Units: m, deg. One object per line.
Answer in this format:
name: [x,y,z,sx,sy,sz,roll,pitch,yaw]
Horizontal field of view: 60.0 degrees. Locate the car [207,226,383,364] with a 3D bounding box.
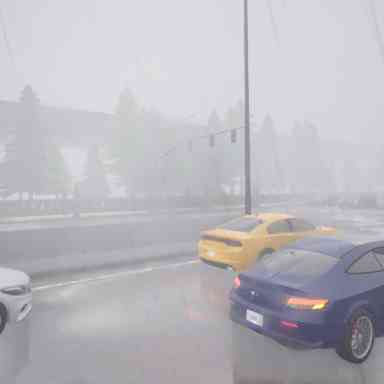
car: [2.707,1.458,5.720,4.674,1.442,1.812,-1,1,-35]

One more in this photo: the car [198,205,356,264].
car: [2.516,1.373,9.869,5.008,1.535,1.882,-1,1,-35]

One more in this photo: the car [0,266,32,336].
car: [-4.812,1.522,4.621,4.674,1.442,1.812,0,0,-36]

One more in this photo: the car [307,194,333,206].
car: [14.475,0.950,35.806,5.008,1.535,1.882,-1,1,-35]

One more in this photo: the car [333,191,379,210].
car: [16.458,0.826,32.919,4.553,1.767,2.097,-1,1,-35]
